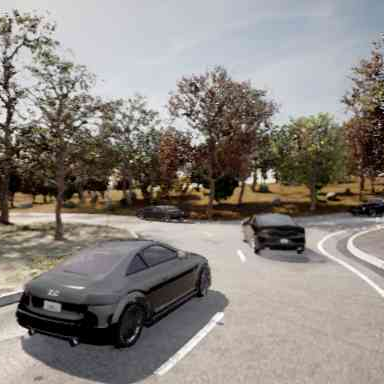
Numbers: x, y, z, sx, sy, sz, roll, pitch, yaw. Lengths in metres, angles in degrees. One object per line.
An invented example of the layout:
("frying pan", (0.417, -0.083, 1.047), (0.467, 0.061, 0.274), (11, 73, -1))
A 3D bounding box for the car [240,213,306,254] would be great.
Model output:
("car", (3.311, 1.618, 14.316), (1.882, 1.535, 5.008), (0, 0, 1))

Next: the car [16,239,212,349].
("car", (-1.144, 1.617, 6.549), (1.994, 1.385, 4.181), (0, -1, 25))

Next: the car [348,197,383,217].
("car", (14.985, 1.152, 26.792), (4.718, 1.301, 1.895), (-5, 1, -18))

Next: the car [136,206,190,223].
("car", (-2.587, 1.844, 28.554), (4.718, 1.301, 1.895), (1, 0, 36))
